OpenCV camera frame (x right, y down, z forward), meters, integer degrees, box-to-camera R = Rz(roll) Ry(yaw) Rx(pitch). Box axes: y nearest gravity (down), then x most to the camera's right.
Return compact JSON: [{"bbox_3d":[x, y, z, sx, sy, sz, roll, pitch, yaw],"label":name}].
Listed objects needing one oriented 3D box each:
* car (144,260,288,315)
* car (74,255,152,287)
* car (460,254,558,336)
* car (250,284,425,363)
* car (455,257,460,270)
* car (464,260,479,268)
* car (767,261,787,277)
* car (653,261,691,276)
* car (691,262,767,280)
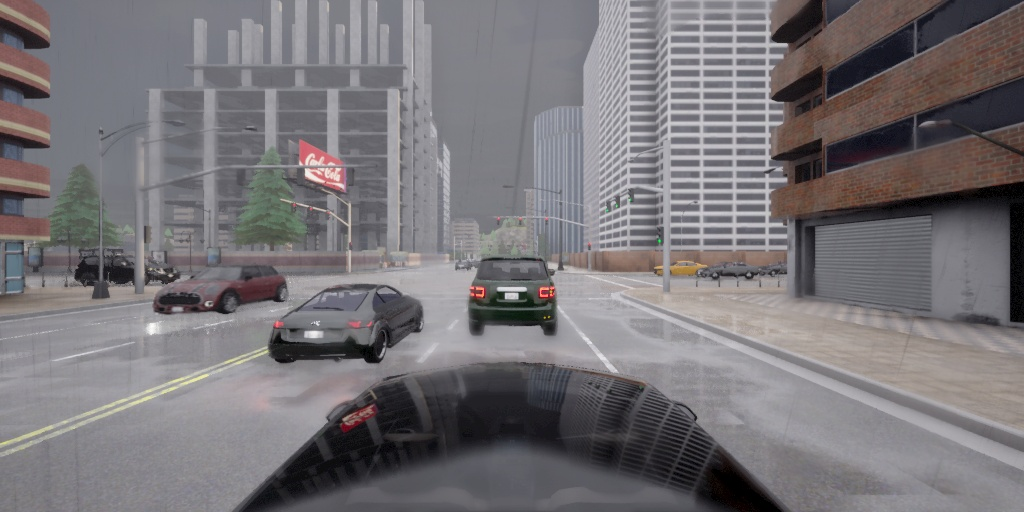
[{"bbox_3d":[-10.657,1.102,13.571,2.097,1.767,4.553,0,0,-2],"label":"car"},{"bbox_3d":[-25.674,0.973,24.044,5.566,2.045,2.150,0,0,0],"label":"car"},{"bbox_3d":[0.099,0.971,10.537,2.150,2.045,5.566,0,0,2],"label":"car"},{"bbox_3d":[-3.377,1.314,8.149,1.994,1.385,4.181,0,0,0],"label":"car"},{"bbox_3d":[-6.838,1.241,50.685,2.128,1.511,4.902,0,0,0],"label":"car"},{"bbox_3d":[-6.771,1.314,59.795,1.994,1.385,4.181,0,0,1],"label":"car"},{"bbox_3d":[26.230,1.241,34.736,4.902,1.511,2.128,0,0,0],"label":"car"},{"bbox_3d":[16.294,1.228,34.746,5.008,1.535,1.882,0,0,0],"label":"car"},{"bbox_3d":[18.772,1.241,31.245,4.902,1.511,2.128,0,0,0],"label":"car"}]
